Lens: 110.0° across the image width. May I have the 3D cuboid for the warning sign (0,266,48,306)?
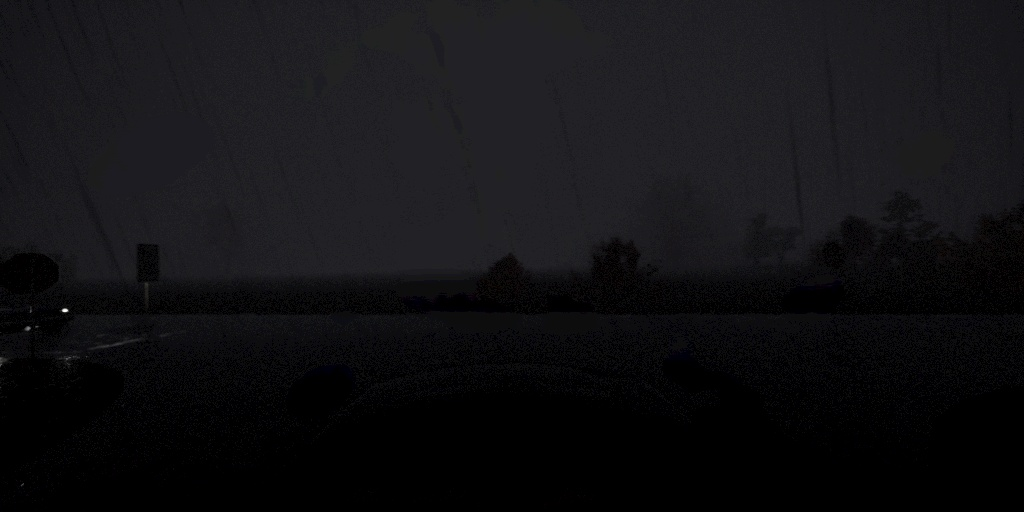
[{"bbox_3d":[-23.348,1.536,16.885,1.060,1.860,1.300,0,0,8],"label":"warning sign"}]

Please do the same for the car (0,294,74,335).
[{"bbox_3d":[-15.871,1.788,10.534,4.718,1.301,1.895,-1,-1,8],"label":"car"}]
